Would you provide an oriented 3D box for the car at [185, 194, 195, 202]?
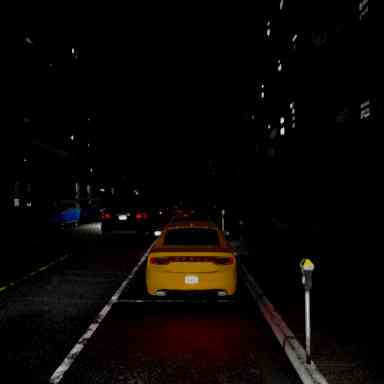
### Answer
[{"bbox_3d":[-0.471,1.521,81.536,2.192,1.841,5.009,1,0,0],"label":"car"}]

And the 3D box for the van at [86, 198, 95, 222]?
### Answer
[{"bbox_3d":[-8.313,1.368,26.285,1.690,1.788,3.998,1,0,0],"label":"van"}]

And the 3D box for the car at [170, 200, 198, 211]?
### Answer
[{"bbox_3d":[-0.437,1.572,26.224,1.887,1.381,4.507,1,0,0],"label":"car"}]

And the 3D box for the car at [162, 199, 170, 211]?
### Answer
[{"bbox_3d":[-2.924,1.641,33.155,1.895,1.301,4.718,0,0,0],"label":"car"}]

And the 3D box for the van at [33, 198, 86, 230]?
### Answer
[{"bbox_3d":[-8.312,1.359,20.753,1.690,1.788,3.998,2,0,0],"label":"van"}]

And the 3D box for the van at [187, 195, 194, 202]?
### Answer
[{"bbox_3d":[-0.472,1.576,87.068,1.690,1.788,3.998,1,0,0],"label":"van"}]

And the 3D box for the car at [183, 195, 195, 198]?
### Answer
[{"bbox_3d":[-0.428,1.490,37.286,1.967,1.590,4.097,1,0,0],"label":"car"}]

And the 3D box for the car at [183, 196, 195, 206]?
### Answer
[{"bbox_3d":[-0.472,1.553,59.411,1.967,1.590,4.097,1,0,0],"label":"car"}]

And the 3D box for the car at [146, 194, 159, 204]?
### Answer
[{"bbox_3d":[-8.316,1.471,70.528,2.192,1.841,5.009,1,0,0],"label":"car"}]

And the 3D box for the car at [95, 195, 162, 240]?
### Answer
[{"bbox_3d":[-3.020,1.234,17.182,2.150,2.045,5.566,0,0,0],"label":"car"}]

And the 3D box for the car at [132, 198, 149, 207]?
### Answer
[{"bbox_3d":[-8.320,1.660,53.938,1.947,1.339,4.313,1,0,0],"label":"car"}]

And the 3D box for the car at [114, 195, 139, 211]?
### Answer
[{"bbox_3d":[-8.313,1.379,42.876,2.192,1.841,5.009,1,0,0],"label":"car"}]

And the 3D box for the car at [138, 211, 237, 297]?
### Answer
[{"bbox_3d":[-0.006,1.482,8.653,1.882,1.535,5.008,0,0,0],"label":"car"}]

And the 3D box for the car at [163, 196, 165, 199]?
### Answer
[{"bbox_3d":[-8.324,1.847,92.652,1.802,1.307,4.206,1,0,0],"label":"car"}]

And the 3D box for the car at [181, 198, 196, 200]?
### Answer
[{"bbox_3d":[-0.438,1.582,31.754,1.887,1.381,4.507,1,0,0],"label":"car"}]

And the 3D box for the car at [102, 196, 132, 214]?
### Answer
[{"bbox_3d":[-8.313,1.366,37.346,2.192,1.841,5.009,1,0,0],"label":"car"}]
